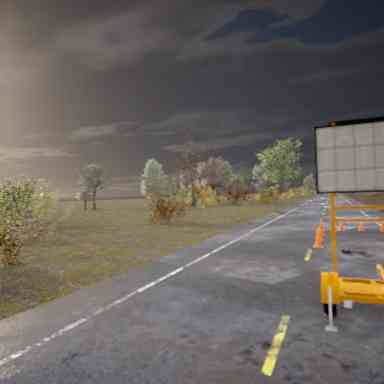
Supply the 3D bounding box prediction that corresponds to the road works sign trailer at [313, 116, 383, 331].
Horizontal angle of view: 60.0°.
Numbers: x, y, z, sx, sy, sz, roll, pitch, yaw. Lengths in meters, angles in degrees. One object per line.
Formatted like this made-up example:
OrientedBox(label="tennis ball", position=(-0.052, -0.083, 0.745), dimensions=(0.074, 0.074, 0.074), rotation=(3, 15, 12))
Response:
OrientedBox(label="road works sign trailer", position=(3.639, 0.394, 6.268), dimensions=(2.380, 3.560, 2.880), rotation=(-2, -1, 23))
